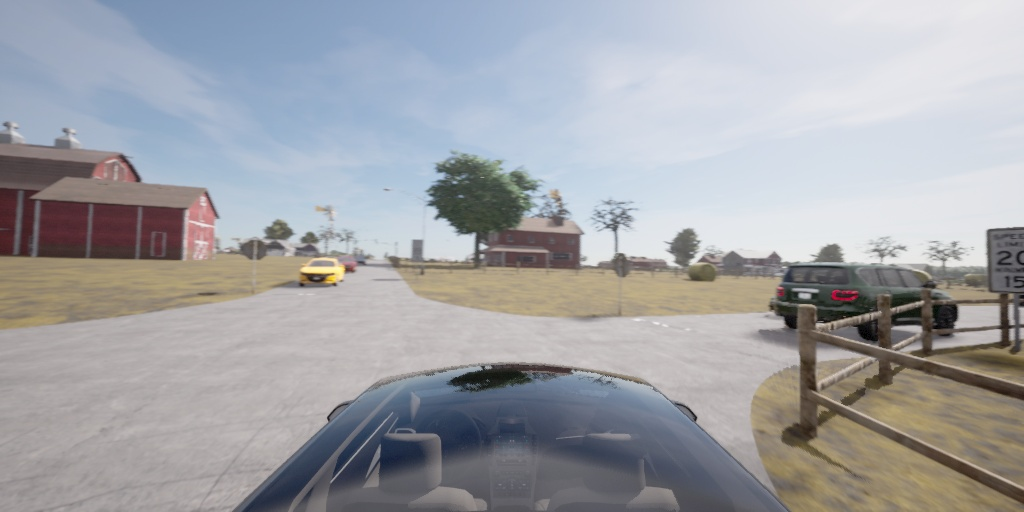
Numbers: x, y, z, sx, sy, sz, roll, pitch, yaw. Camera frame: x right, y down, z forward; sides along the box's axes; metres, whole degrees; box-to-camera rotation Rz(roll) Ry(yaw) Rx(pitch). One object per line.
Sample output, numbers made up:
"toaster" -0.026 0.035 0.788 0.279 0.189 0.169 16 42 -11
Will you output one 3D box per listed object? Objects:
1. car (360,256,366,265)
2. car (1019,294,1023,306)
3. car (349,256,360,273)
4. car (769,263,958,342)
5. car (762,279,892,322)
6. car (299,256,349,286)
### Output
"car" -22.700 0.641 53.387 2.033 1.411 5.357 2 0 -20
"car" 33.359 2.506 22.015 4.718 1.301 1.895 2 -2 -20
"car" -15.422 0.746 33.108 1.882 1.535 5.008 2 1 -20
"car" 10.550 1.268 10.748 5.566 2.045 2.150 2 -2 -20
"car" 12.789 1.732 14.582 4.892 1.490 1.837 2 -2 -20
"car" -11.049 0.870 21.083 1.882 1.535 5.008 2 0 -20
